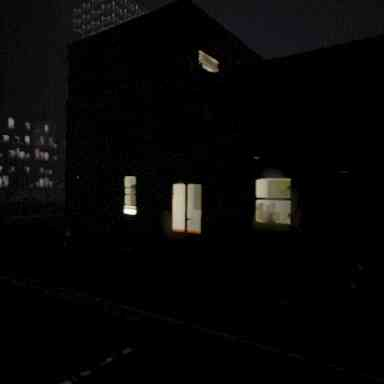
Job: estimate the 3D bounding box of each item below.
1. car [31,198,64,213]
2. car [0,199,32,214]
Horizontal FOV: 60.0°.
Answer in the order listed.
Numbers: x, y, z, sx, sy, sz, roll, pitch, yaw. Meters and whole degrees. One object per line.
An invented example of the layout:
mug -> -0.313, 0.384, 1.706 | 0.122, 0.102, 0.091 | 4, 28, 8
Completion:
car -> -15.908, 1.737, 38.182 | 1.947, 1.339, 4.313 | 1, 0, 36
car -> -19.152, 1.696, 33.763 | 2.008, 1.369, 4.403 | 1, 0, 36
